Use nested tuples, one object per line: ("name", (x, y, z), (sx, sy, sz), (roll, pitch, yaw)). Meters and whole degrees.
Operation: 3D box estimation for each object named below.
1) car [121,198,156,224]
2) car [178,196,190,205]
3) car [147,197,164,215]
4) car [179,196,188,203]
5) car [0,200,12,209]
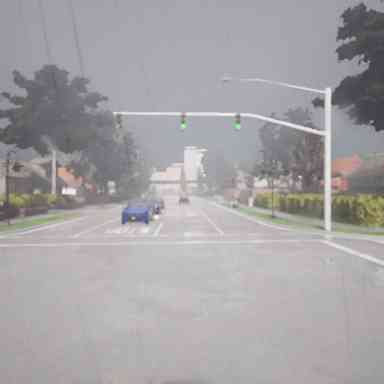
("car", (-3.992, 1.472, 24.761), (1.882, 1.535, 5.008), (0, 0, -2))
("car", (-1.479, 1.501, 60.689), (1.837, 1.490, 4.892), (0, 0, -2))
("car", (-4.270, 1.346, 34.109), (2.097, 1.767, 4.553), (0, 0, -2))
("car", (-1.793, 1.510, 71.082), (1.812, 1.442, 4.674), (0, 0, -2))
("car", (-21.101, 1.144, 34.888), (3.806, 1.475, 1.970), (0, 0, -1))
